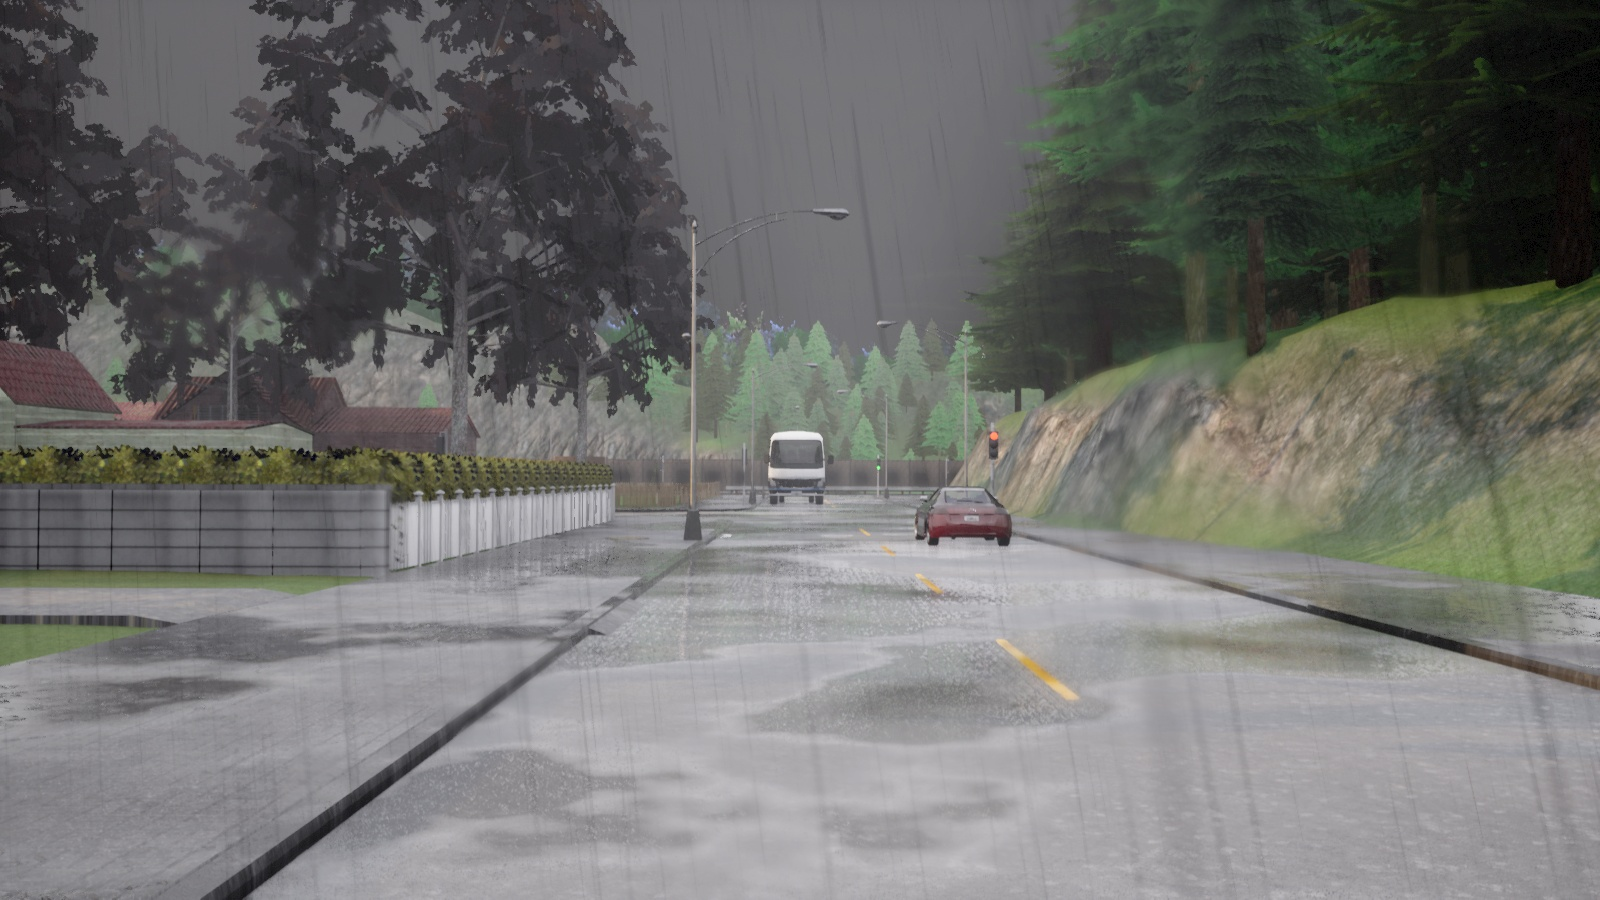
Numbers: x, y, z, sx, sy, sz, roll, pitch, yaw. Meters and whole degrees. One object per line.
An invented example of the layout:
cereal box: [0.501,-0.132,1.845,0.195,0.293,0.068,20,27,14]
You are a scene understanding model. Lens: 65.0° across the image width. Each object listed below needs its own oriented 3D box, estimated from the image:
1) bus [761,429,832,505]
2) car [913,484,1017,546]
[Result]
bus: [-0.191,1.057,75.176,3.944,4.253,10.273,0,-1,0]
car: [3.920,1.524,30.519,1.994,1.385,4.181,0,-1,0]
